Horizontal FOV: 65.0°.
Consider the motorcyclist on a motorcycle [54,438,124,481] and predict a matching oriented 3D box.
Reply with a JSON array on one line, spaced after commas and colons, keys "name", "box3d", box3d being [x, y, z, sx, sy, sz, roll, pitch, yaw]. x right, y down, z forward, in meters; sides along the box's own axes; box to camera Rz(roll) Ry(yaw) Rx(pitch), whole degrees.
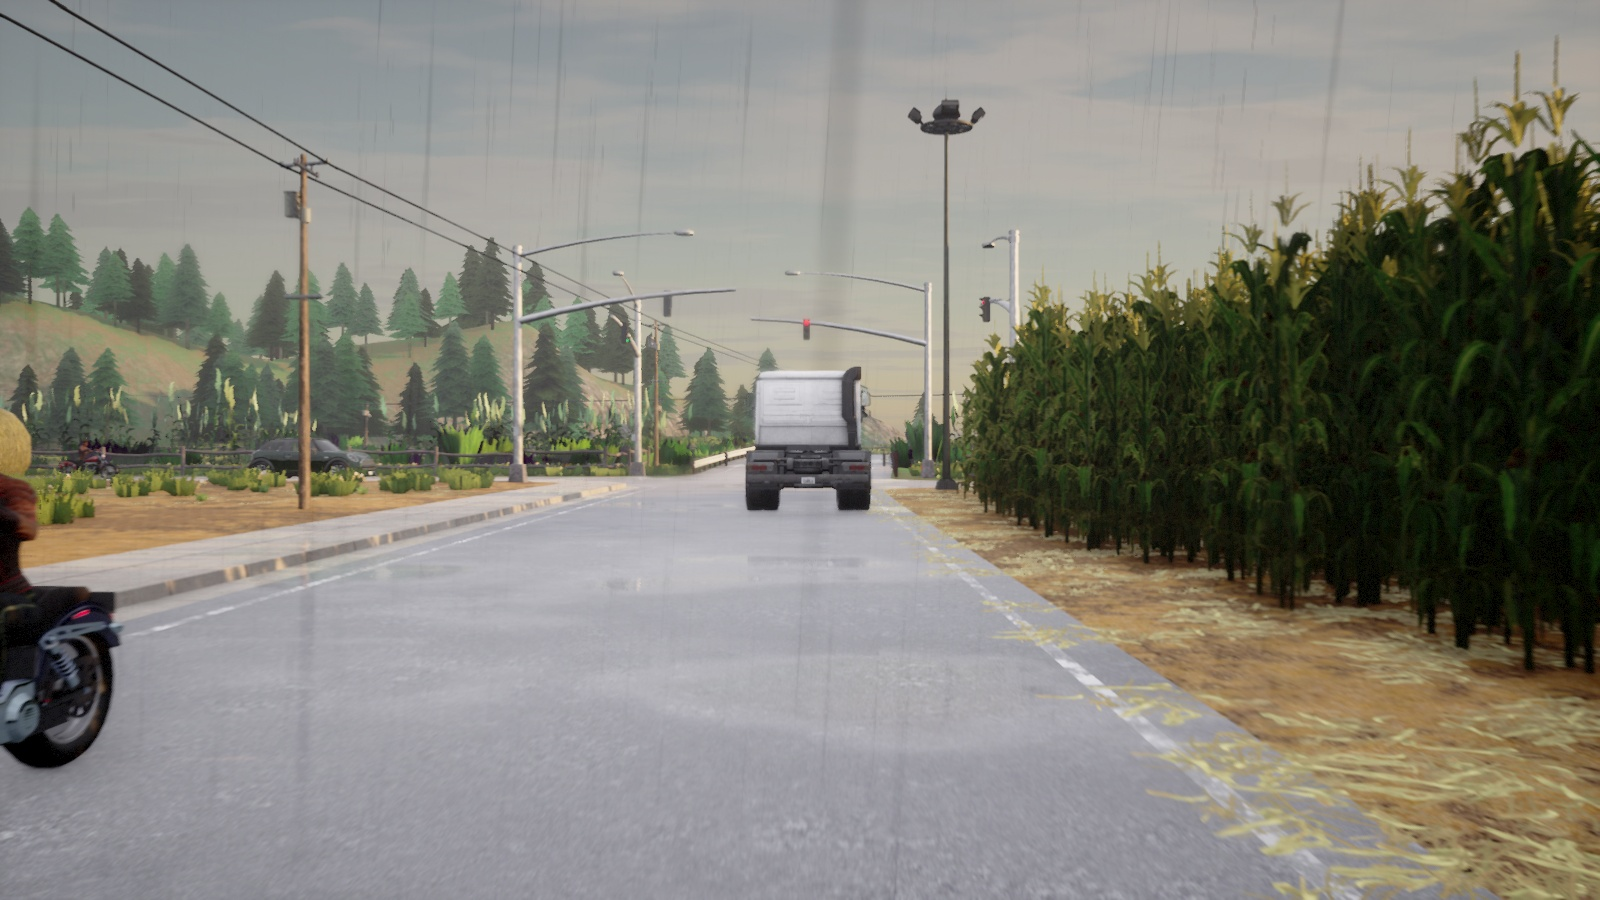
[{"name": "motorcyclist on a motorcycle", "box3d": [-27.740, 0.363, 48.998, 2.350, 1.649, 0.766, 0, 0, 3]}]

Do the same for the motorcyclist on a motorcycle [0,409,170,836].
[{"name": "motorcyclist on a motorcycle", "box3d": [-3.471, 0.666, 4.940, 0.766, 1.649, 2.350, 0, 0, 1]}]

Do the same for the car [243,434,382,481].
[{"name": "car", "box3d": [-18.763, 0.281, 48.482, 4.553, 1.767, 2.097, 0, 0, 3]}]

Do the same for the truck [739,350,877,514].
[{"name": "truck", "box3d": [0.199, -0.407, 30.418, 2.891, 3.462, 7.936, 0, 0, 0]}]
